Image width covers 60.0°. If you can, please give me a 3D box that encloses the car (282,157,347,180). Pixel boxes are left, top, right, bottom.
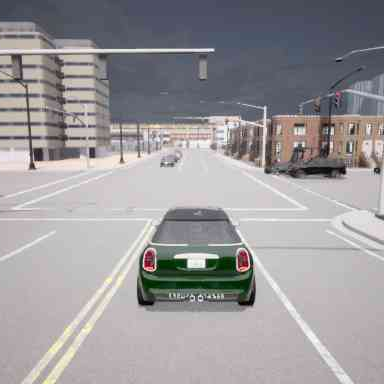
[{"bbox_3d":[12.049,-2.326,32.305,5.566,2.045,2.150,0,8,1],"label":"car"}]

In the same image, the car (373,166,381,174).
[{"bbox_3d":[21.901,-2.499,35.774,4.181,1.385,1.994,0,9,0],"label":"car"}]

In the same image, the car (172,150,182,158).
[{"bbox_3d":[-3.406,-9.076,78.388,2.097,1.767,4.553,0,9,0],"label":"car"}]

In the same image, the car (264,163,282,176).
[{"bbox_3d":[9.927,-2.505,35.828,4.181,1.385,1.994,0,9,0],"label":"car"}]

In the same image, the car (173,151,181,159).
[{"bbox_3d":[-3.510,-5.937,58.220,1.882,1.535,5.008,0,9,0],"label":"car"}]

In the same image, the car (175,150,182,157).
[{"bbox_3d":[-3.420,-7.406,68.371,1.812,1.442,4.674,0,9,0],"label":"car"}]

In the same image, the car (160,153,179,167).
[{"bbox_3d":[-3.554,-4.527,48.884,2.128,1.511,4.902,0,9,1],"label":"car"}]

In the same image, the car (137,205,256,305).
[{"bbox_3d":[0.084,1.073,7.685,2.097,1.767,4.553,0,4,0],"label":"car"}]
